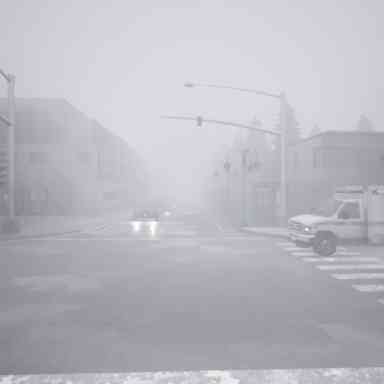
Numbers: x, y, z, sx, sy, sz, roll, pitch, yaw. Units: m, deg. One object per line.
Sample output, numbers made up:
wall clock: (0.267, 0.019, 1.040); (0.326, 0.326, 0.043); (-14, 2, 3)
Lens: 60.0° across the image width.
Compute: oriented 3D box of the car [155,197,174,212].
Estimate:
car: (-3.593, 1.341, 38.892); (2.097, 1.767, 4.553); (0, 0, 0)

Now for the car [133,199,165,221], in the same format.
car: (-3.598, 1.556, 27.335); (1.994, 1.385, 4.181); (0, 0, 0)

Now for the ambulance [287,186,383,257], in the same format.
ambulance: (6.899, 1.009, 12.549); (6.366, 2.431, 2.351); (0, 0, -6)

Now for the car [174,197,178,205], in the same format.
car: (-3.516, 1.531, 58.485); (2.033, 1.411, 5.357); (0, 0, 0)
